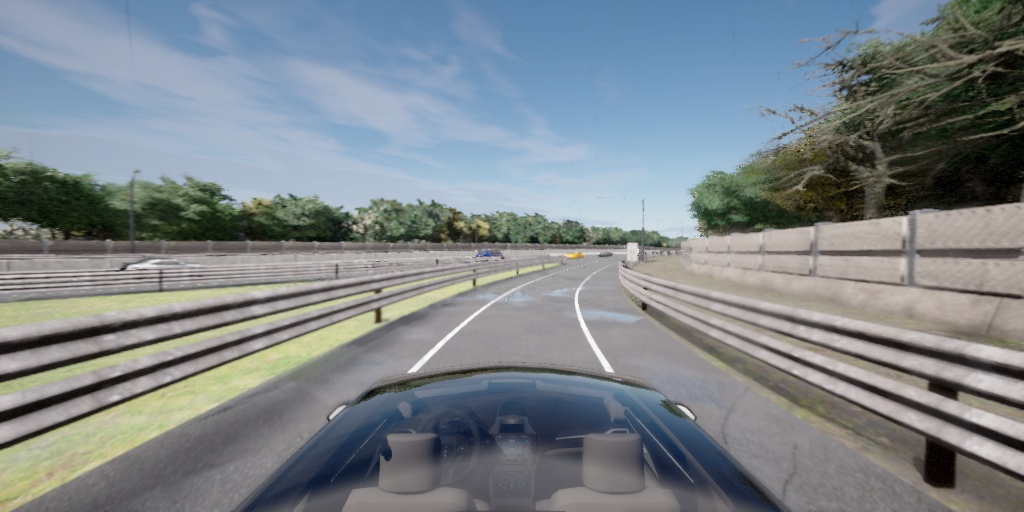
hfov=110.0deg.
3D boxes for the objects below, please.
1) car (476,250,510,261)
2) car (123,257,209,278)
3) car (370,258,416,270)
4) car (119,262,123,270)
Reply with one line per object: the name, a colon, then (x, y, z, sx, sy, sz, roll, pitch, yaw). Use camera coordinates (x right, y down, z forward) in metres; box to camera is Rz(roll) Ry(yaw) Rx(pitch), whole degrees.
car: (-2.709, 0.138, 51.238, 2.150, 2.045, 5.566, 2, 3, 39)
car: (-26.444, 0.952, 27.804, 1.812, 1.442, 4.674, 2, 2, 39)
car: (-12.822, 0.916, 38.917, 1.895, 1.301, 4.718, 2, 3, 39)
car: (-29.151, 0.810, 30.019, 1.882, 1.535, 5.008, 2, 2, 39)
